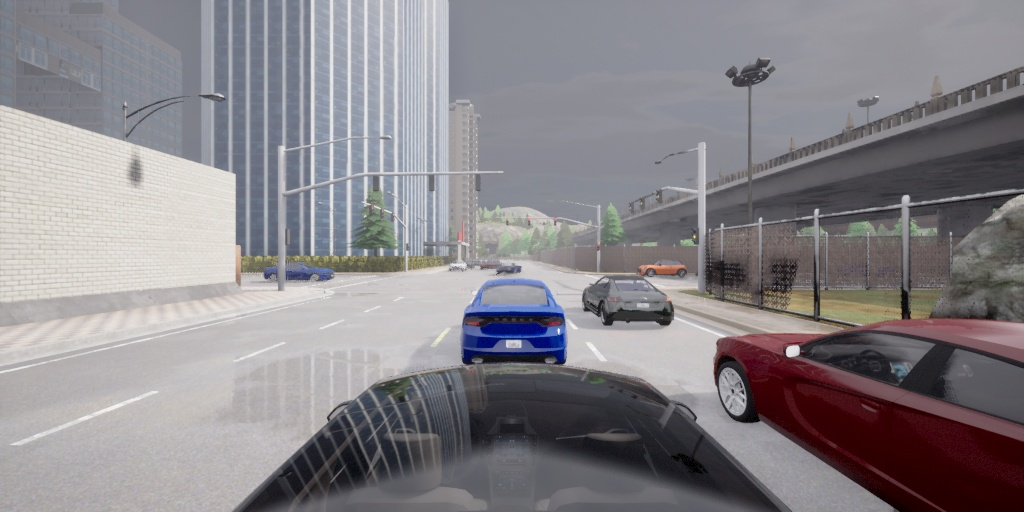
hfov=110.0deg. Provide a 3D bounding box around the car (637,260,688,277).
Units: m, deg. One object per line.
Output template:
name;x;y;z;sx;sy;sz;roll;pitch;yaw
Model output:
car;14.757;1.157;35.515;4.553;1.767;2.097;0;0;0

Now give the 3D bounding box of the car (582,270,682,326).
car;3.574;1.314;11.751;1.994;1.385;4.181;0;0;0

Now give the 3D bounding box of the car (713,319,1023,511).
car;3.601;1.228;2.757;1.882;1.535;5.008;0;0;0

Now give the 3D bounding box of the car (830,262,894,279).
car;31.123;1.283;32.045;5.008;1.535;1.882;0;0;0

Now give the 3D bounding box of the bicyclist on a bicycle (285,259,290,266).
bicyclist on a bicycle;-25.301;1.106;40.213;0.582;1.620;1.656;0;0;0

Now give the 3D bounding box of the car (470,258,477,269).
car;-7.086;1.102;56.176;2.097;1.767;4.553;0;0;0

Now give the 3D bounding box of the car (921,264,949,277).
car;43.753;1.406;35.540;4.718;1.301;1.895;0;0;0

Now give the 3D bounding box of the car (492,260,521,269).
car;-0.291;1.375;39.349;1.895;1.301;4.718;0;0;15

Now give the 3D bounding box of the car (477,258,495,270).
car;-3.586;1.351;51.935;1.895;1.301;4.718;0;0;0

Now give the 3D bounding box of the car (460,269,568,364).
car;0.053;1.228;8.090;1.882;1.535;5.008;0;0;1

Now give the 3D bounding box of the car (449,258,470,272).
car;-7.092;1.276;47.311;1.812;1.442;4.674;0;0;0

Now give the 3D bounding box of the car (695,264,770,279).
car;19.395;1.353;32.025;5.357;1.411;2.033;0;0;0

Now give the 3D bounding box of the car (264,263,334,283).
car;-16.715;1.283;28.295;5.008;1.535;1.882;0;0;-1

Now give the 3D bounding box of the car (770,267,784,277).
car;23.946;1.406;35.535;4.718;1.301;1.895;0;0;0
